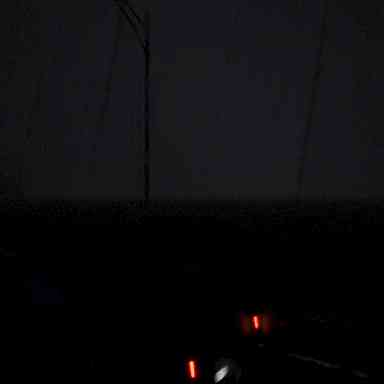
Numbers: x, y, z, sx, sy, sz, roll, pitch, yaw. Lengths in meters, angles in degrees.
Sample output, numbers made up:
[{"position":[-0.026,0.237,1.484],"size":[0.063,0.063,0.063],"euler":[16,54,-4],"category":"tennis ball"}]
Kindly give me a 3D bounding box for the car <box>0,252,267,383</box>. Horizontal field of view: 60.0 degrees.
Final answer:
[{"position":[-1.481,1.576,4.780],"size":[4.718,1.301,1.895],"euler":[0,0,36],"category":"car"}]
